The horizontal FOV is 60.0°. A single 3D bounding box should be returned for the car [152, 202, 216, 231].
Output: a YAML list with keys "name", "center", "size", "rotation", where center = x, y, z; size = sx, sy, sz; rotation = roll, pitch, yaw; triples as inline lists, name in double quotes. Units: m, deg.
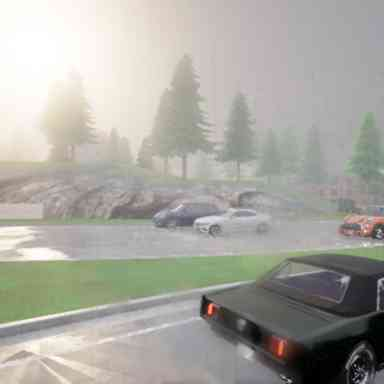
- name: "car"
  center: [-0.247, 1.473, 21.572]
  size: [4.553, 1.767, 2.097]
  rotation: [1, 0, -19]

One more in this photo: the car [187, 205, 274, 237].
- name: "car"
  center: [2.394, 1.656, 18.769]
  size: [4.674, 1.442, 1.812]
  rotation: [1, 0, -20]

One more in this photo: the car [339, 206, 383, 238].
- name: "car"
  center: [10.263, 1.552, 18.095]
  size: [4.553, 1.767, 2.097]
  rotation: [1, 0, -23]

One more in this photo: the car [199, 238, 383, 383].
- name: "car"
  center: [2.564, 1.653, 5.093]
  size: [4.718, 1.301, 1.895]
  rotation: [1, 0, -30]
